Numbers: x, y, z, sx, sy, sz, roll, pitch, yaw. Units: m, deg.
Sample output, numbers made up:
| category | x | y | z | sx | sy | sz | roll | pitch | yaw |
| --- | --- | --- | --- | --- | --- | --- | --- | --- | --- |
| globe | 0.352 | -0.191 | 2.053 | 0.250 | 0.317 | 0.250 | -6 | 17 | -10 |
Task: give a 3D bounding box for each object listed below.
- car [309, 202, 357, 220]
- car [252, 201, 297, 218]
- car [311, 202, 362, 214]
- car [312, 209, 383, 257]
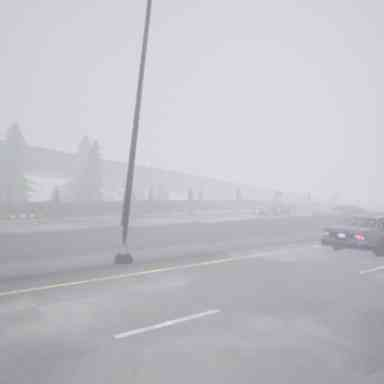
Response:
| category | x | y | z | sx | sy | sz | roll | pitch | yaw |
| --- | --- | --- | --- | --- | --- | --- | --- | --- | --- |
| car | 12.897 | 1.672 | 30.372 | 4.674 | 1.442 | 1.812 | 1 | -1 | -35 |
| car | 7.742 | 1.597 | 30.995 | 4.902 | 1.511 | 2.128 | 0 | 0 | -35 |
| car | 11.319 | 1.649 | 24.955 | 5.357 | 1.411 | 2.033 | 0 | 0 | -35 |
| car | 7.370 | 1.607 | 13.298 | 5.357 | 1.411 | 2.033 | 0 | 0 | -35 |
